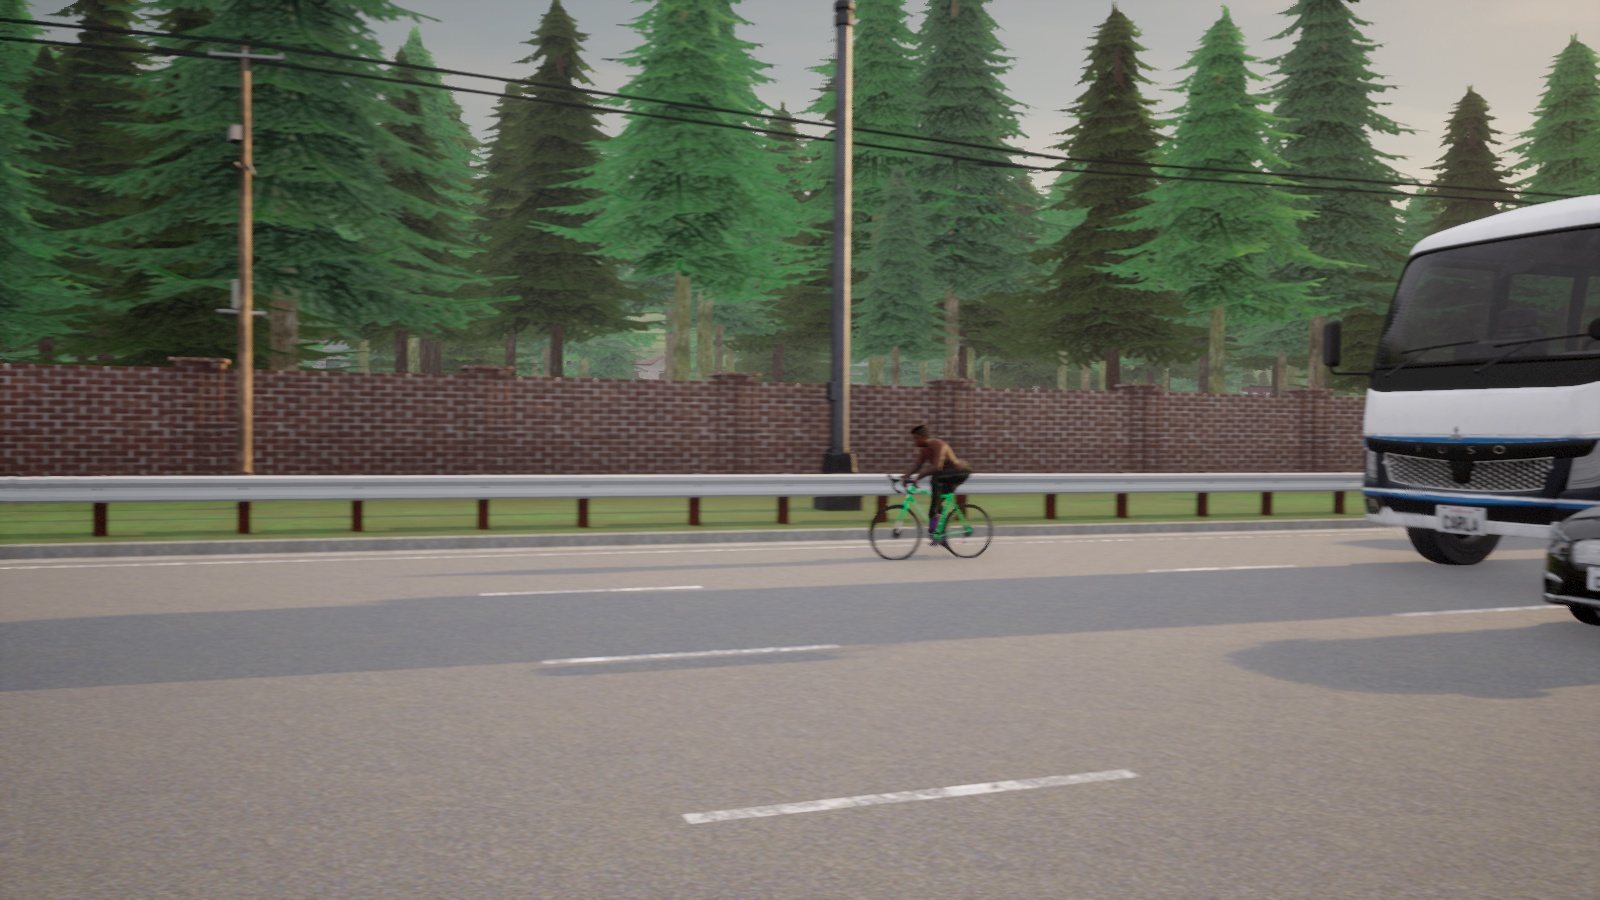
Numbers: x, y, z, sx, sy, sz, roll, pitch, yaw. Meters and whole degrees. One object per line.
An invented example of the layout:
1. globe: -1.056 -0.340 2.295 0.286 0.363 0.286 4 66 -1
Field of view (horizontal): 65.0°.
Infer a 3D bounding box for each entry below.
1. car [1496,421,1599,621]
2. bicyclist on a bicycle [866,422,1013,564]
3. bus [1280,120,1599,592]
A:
1. car: 8.368 0.498 10.159 4.902 1.511 2.128 -1 1 -21
2. bicyclist on a bicycle: 1.678 0.487 15.106 1.656 1.620 0.582 -1 1 -21
3. bus: 11.248 -0.944 14.980 10.273 4.253 3.944 -1 1 -21
